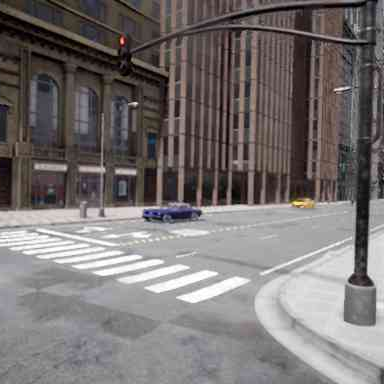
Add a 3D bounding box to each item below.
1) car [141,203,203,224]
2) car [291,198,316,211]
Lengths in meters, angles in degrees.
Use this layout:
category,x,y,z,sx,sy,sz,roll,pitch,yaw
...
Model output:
category,x,y,z,sx,sy,sz,roll,pitch,yaw
car,-1.349,1.462,23.573,1.895,1.301,4.718,2,1,39
car,14.593,1.558,43.510,1.882,1.535,5.008,2,1,39
